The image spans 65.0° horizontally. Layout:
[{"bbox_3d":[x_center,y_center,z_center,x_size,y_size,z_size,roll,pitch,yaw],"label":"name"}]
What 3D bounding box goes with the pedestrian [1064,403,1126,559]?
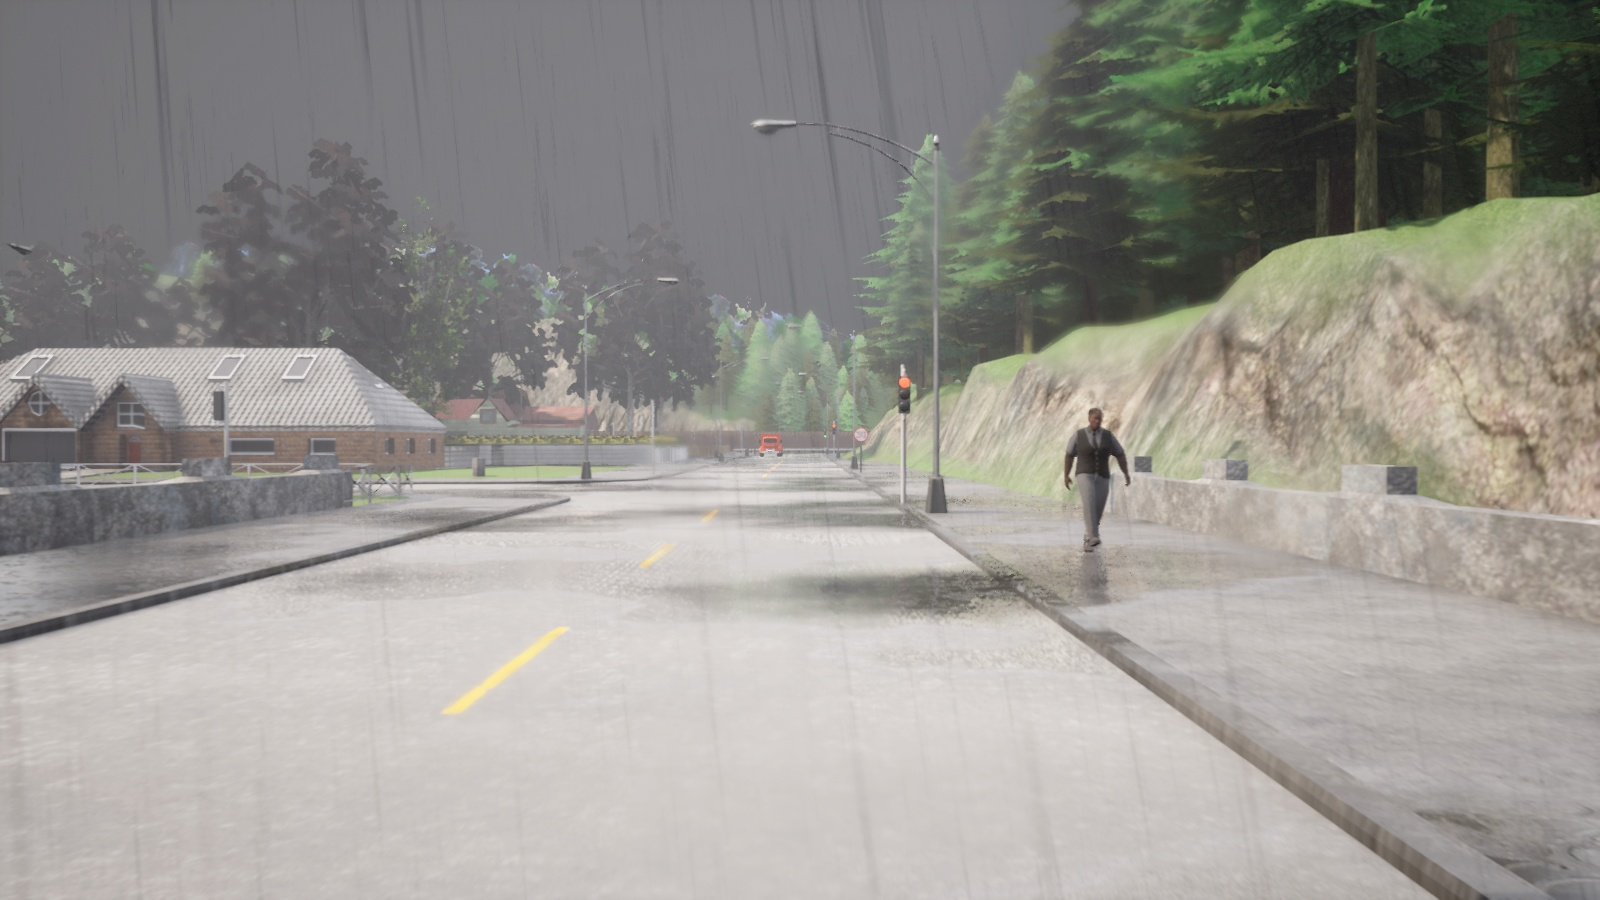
[{"bbox_3d":[3.635,0.372,15.536,0.563,1.883,0.849,0,0,0],"label":"pedestrian"}]
